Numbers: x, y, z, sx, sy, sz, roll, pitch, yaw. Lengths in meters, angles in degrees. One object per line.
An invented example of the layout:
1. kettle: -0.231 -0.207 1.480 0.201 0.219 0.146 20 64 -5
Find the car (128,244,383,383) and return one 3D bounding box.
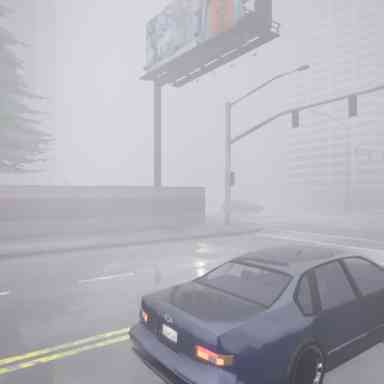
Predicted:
1. car: 1.779 1.547 5.033 5.357 1.411 2.033 0 0 -37

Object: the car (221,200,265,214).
1. car: 5.398 1.546 36.312 2.033 1.411 5.357 0 0 -35
